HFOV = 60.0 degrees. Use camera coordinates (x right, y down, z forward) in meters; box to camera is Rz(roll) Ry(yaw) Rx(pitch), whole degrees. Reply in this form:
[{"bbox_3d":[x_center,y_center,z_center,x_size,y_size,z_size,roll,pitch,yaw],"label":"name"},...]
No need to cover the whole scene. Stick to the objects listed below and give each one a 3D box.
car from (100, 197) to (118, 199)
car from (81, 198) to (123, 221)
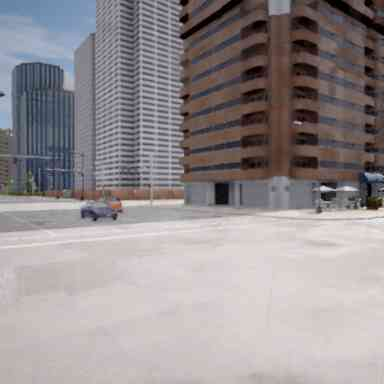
[{"bbox_3d":[-9.063,1.293,35.339,2.097,1.767,4.553,0,0,-35],"label":"car"},{"bbox_3d":[-7.592,1.496,26.954,1.812,1.442,4.674,0,0,-35],"label":"car"}]
